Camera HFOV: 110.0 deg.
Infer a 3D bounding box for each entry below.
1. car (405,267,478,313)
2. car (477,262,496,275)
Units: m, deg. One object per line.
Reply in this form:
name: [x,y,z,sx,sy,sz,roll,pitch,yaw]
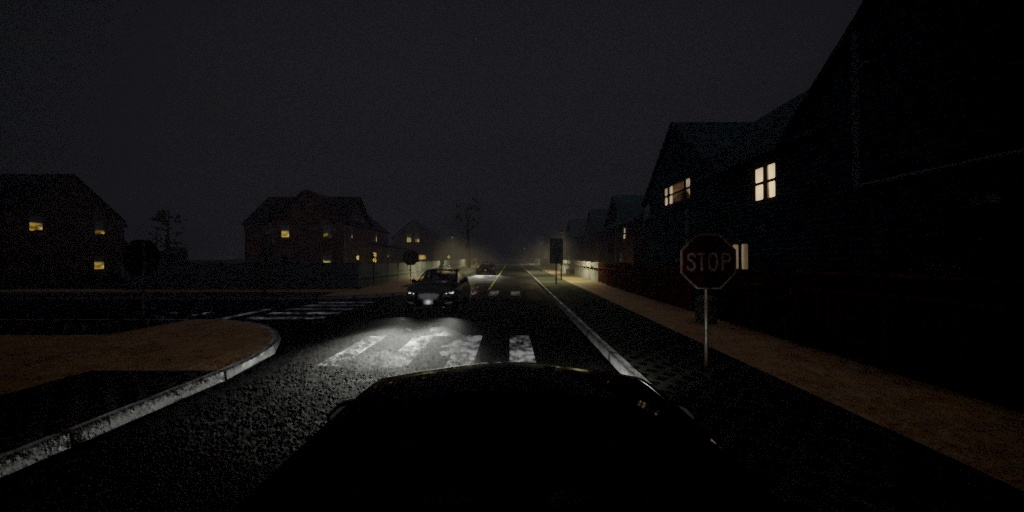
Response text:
car: [-2.751,1.246,14.188,2.128,1.511,4.902,0,0,0]
car: [-2.743,1.311,38.743,1.994,1.385,4.181,0,0,0]
